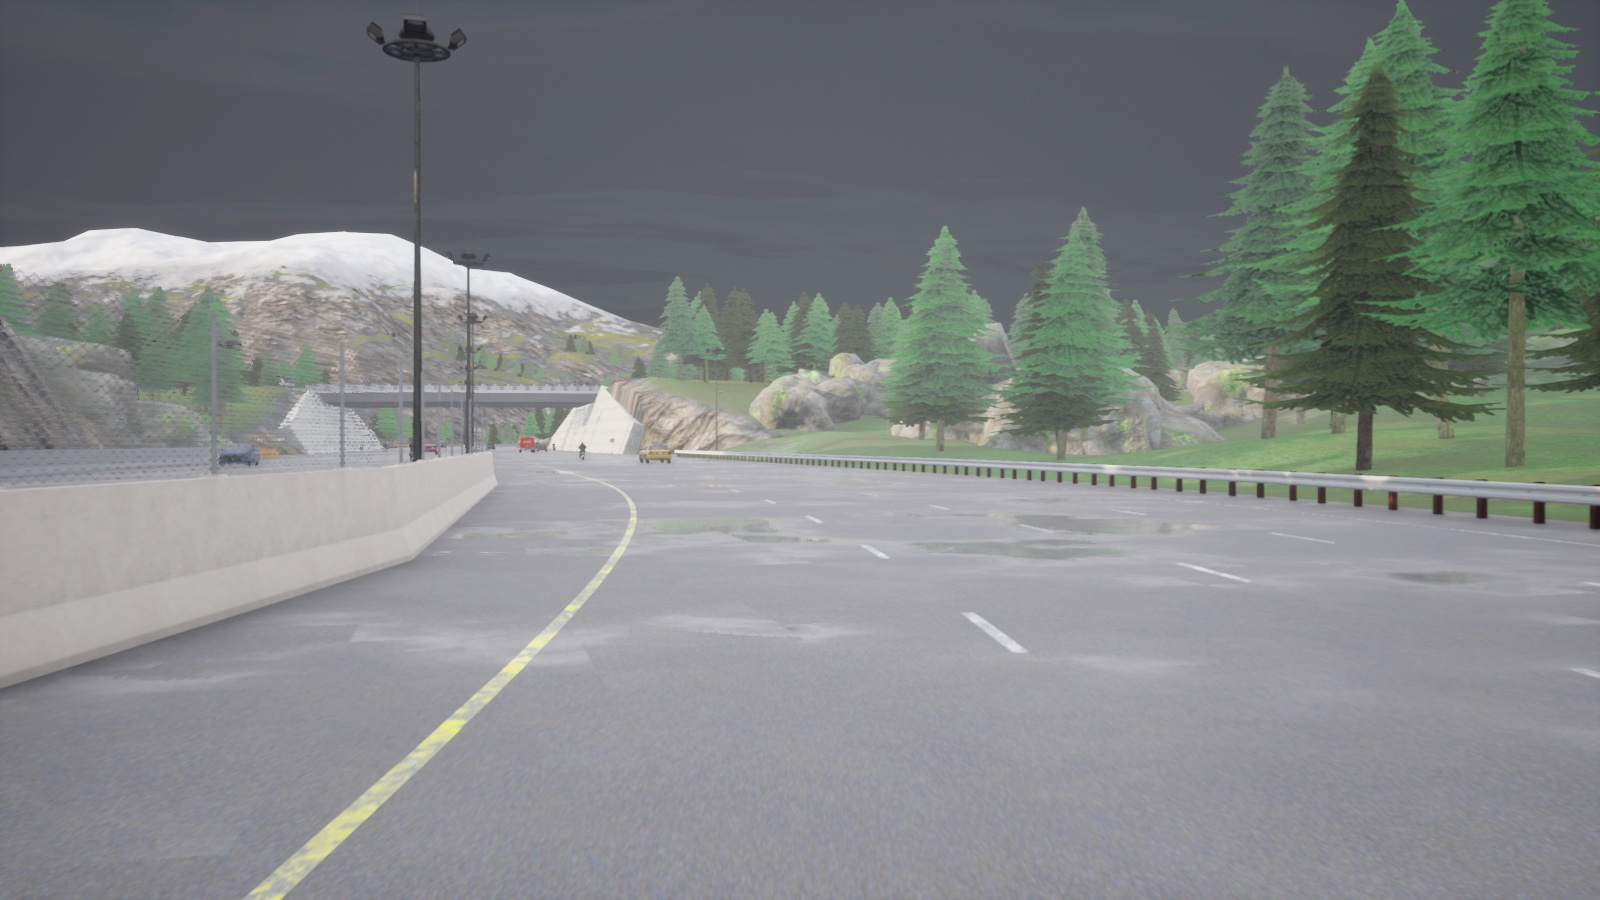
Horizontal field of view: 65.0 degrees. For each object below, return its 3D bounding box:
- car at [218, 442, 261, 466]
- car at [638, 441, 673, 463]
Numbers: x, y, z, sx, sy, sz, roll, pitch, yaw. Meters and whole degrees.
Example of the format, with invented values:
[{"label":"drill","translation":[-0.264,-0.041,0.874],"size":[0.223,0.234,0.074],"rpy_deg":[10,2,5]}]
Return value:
[{"label":"car","translation":[-37.089,0.227,83.169],"size":[1.882,1.535,5.008],"rpy_deg":[0,0,-15]},{"label":"car","translation":[-10.693,0.154,92.802],"size":[1.801,1.575,5.366],"rpy_deg":[0,0,-15]}]
